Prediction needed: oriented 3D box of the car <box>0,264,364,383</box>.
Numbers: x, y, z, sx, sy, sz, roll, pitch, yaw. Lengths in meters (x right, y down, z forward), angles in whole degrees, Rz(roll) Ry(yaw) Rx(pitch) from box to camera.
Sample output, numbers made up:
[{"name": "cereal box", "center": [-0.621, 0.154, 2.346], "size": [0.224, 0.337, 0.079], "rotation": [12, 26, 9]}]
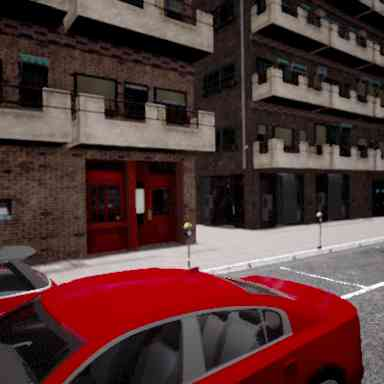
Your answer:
[{"name": "car", "center": [-0.647, 1.468, 2.608], "size": [5.008, 1.535, 1.882], "rotation": [-1, 0, -35]}]

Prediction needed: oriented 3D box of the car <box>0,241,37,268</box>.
[{"name": "car", "center": [-3.532, 1.450, 3.595], "size": [4.097, 1.590, 1.967], "rotation": [-1, 0, -35]}]
